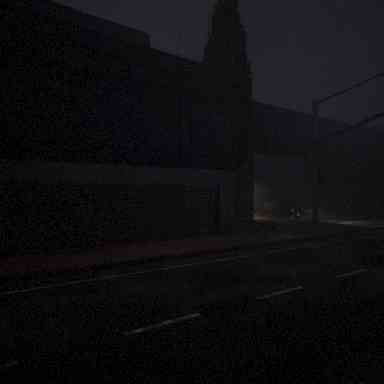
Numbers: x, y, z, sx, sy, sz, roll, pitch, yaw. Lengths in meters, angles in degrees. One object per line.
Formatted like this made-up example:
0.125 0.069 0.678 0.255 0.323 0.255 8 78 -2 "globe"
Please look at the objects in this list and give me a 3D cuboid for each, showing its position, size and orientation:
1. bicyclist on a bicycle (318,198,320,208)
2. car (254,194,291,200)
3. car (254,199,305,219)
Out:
16.238 1.303 43.289 1.656 1.620 0.582 0 0 -37 "bicyclist on a bicycle"
8.713 1.221 34.182 2.150 2.045 5.566 0 0 -36 "car"
7.651 1.601 29.751 1.895 1.301 4.718 0 0 -37 "car"
